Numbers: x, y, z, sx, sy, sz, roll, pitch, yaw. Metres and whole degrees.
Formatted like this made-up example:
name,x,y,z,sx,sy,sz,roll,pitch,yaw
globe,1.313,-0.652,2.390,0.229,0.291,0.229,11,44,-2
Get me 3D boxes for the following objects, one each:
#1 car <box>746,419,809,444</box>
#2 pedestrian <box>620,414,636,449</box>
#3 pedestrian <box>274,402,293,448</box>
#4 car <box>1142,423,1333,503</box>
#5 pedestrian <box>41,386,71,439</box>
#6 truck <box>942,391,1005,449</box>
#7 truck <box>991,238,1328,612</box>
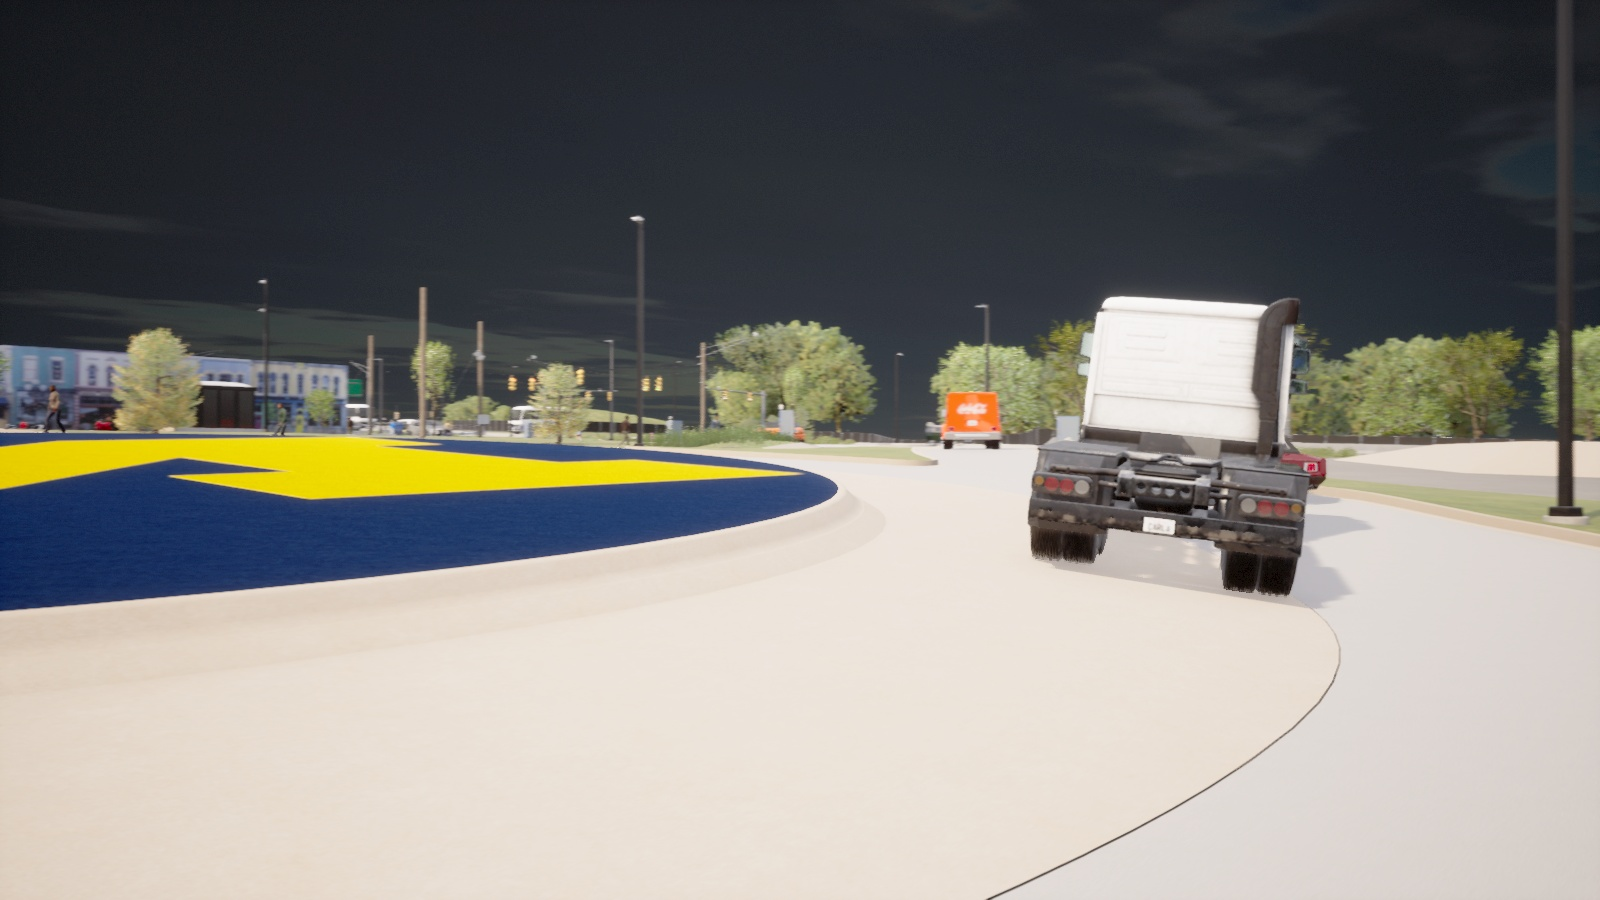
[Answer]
name,x,y,z,sx,sy,sz,roll,pitch,yaw
car,-1.669,-1.336,92.677,2.097,1.767,4.553,0,0,-43
pedestrian,-9.229,-0.977,67.306,0.703,1.840,0.431,0,-1,-44
pedestrian,-20.935,-0.991,50.931,0.353,1.847,0.614,0,-1,36
car,8.583,0.194,25.139,1.895,1.301,4.718,1,2,-3
pedestrian,-25.830,-1.306,43.596,0.328,1.805,0.869,0,0,27
truck,7.727,-1.311,56.345,2.627,2.467,5.204,0,0,6
truck,4.735,-0.455,16.213,2.891,3.462,7.936,6,4,18
